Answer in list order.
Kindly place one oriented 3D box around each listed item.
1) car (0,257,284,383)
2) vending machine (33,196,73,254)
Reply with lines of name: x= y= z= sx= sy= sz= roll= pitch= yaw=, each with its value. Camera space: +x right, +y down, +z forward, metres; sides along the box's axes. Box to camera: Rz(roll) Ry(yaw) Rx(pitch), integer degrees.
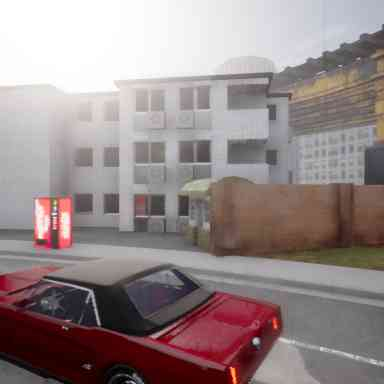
car: x=-1.335 y=1.601 z=4.512 sx=4.718 sy=1.301 sz=1.895 roll=0 pitch=0 yaw=29
vending machine: x=-5.283 y=1.195 z=12.694 sx=0.880 sy=2.100 sz=1.100 roll=0 pitch=0 yaw=18
